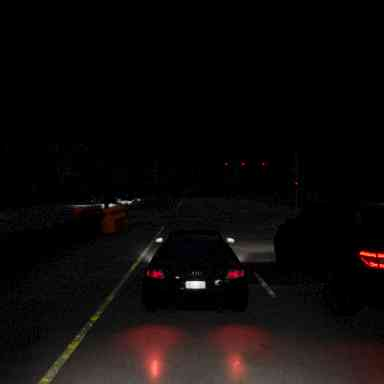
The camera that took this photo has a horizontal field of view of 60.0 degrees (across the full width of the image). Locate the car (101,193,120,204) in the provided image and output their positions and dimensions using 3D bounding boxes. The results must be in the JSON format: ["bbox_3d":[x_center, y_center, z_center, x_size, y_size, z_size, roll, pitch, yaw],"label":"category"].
[{"bbox_3d":[-14.346,1.381,57.581,1.994,1.385,4.181,0,0,0],"label":"car"}]

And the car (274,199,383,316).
[{"bbox_3d":[3.591,1.221,7.652,2.150,2.045,5.566,0,0,-2],"label":"car"}]

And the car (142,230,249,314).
[{"bbox_3d":[0.069,1.563,7.723,1.994,1.385,4.181,0,0,0],"label":"car"}]

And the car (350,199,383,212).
[{"bbox_3d":[20.585,1.469,37.914,4.181,1.385,1.994,0,0,3],"label":"car"}]

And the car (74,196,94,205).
[{"bbox_3d":[-17.842,1.374,55.142,2.033,1.411,5.357,0,0,0],"label":"car"}]

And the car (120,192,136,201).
[{"bbox_3d":[-14.361,1.339,73.955,1.895,1.301,4.718,0,0,0],"label":"car"}]

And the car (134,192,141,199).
[{"bbox_3d":[-15.040,0.900,89.480,2.150,2.045,5.566,0,0,-7],"label":"car"}]

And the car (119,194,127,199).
[{"bbox_3d":[-18.554,1.176,89.336,1.837,1.490,4.892,0,0,-7],"label":"car"}]
